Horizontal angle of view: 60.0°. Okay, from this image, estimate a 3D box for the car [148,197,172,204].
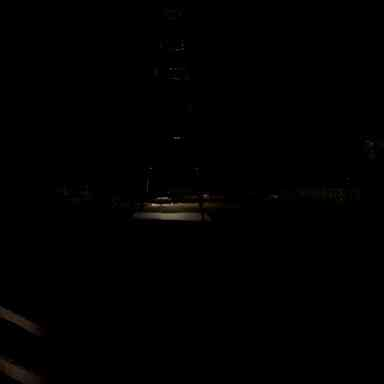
[{"bbox_3d":[-6.091,1.607,64.212,2.033,1.411,5.357,2,1,35],"label":"car"}]
